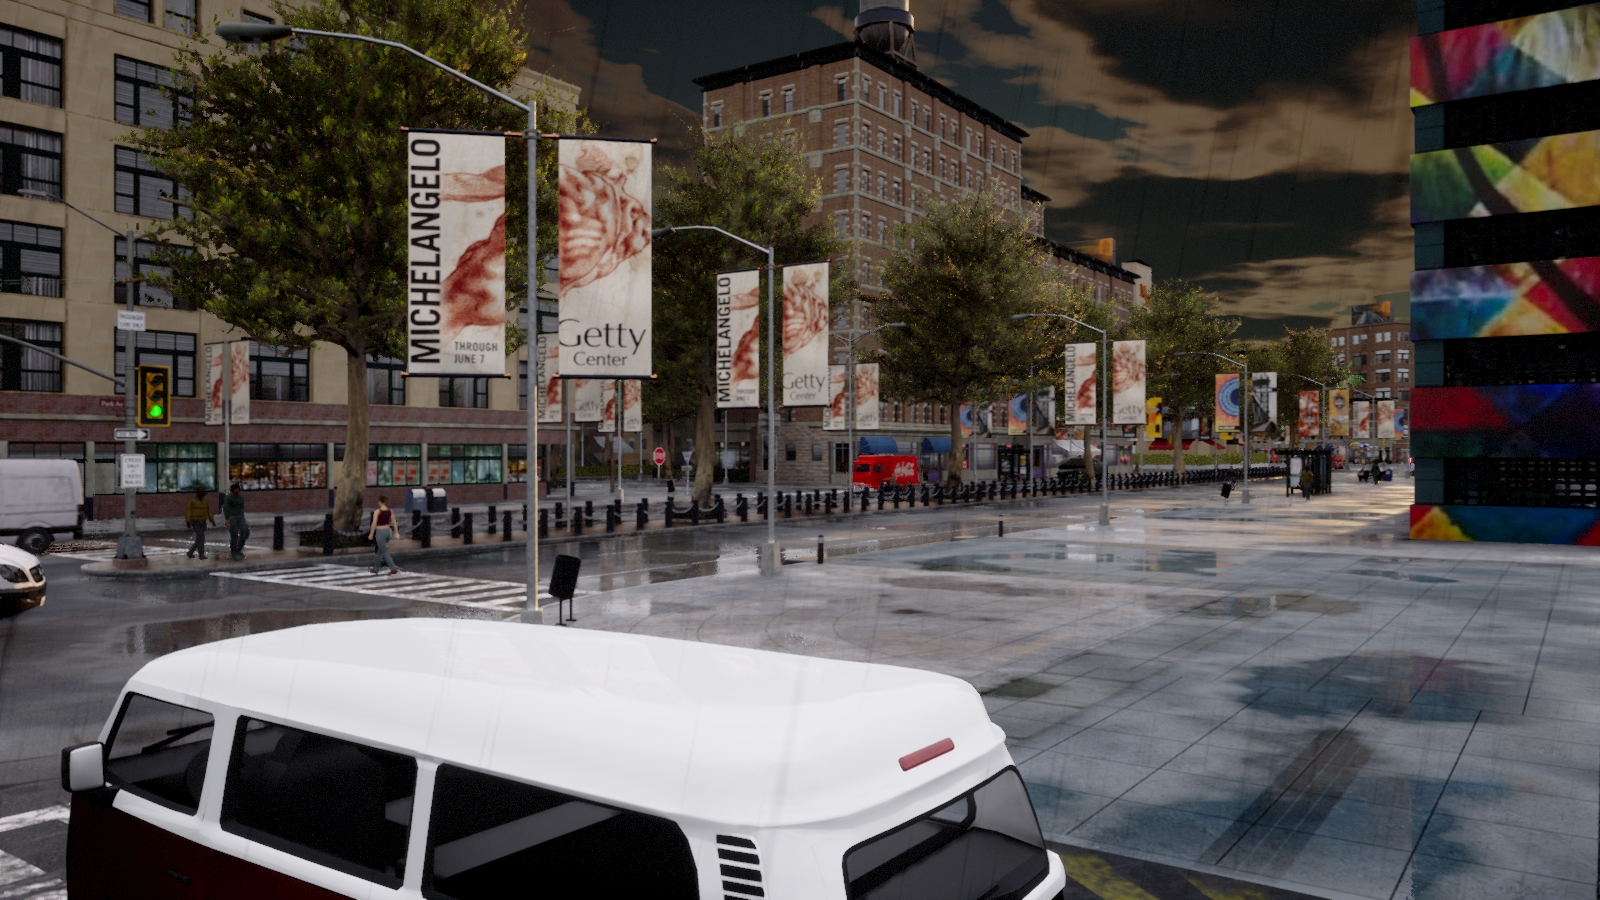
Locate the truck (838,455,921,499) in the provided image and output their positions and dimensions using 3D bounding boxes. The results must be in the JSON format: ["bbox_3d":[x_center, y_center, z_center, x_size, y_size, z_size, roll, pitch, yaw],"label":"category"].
[{"bbox_3d":[4.807,1.563,68.012,2.627,2.467,5.204,0,0,35],"label":"truck"}]

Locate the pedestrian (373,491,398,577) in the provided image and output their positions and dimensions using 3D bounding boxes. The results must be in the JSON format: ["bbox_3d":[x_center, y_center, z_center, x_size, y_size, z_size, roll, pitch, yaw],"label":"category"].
[{"bbox_3d":[-9.168,1.846,25.260,0.375,1.860,0.375,0,0,38],"label":"pedestrian"}]

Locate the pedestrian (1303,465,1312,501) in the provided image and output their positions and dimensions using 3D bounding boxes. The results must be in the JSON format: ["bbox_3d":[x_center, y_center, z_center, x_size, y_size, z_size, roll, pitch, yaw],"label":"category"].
[{"bbox_3d":[26.132,1.694,58.816,0.375,1.860,0.375,0,0,36],"label":"pedestrian"}]

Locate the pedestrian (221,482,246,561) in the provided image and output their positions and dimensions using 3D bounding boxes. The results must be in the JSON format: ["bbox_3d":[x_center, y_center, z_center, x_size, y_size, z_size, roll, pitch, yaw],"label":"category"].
[{"bbox_3d":[-13.555,1.700,27.348,0.375,1.860,0.375,0,0,28],"label":"pedestrian"}]

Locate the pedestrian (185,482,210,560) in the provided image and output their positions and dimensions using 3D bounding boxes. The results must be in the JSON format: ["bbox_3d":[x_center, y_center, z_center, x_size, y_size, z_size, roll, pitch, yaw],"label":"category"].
[{"bbox_3d":[-14.477,1.700,27.445,0.375,1.860,0.375,0,0,29],"label":"pedestrian"}]

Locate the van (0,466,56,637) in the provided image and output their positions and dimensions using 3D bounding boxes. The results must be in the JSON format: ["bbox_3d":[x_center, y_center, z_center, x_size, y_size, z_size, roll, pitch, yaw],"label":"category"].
[{"bbox_3d":[-14.738,1.530,17.013,5.915,2.561,1.988,0,0,-26],"label":"van"}]

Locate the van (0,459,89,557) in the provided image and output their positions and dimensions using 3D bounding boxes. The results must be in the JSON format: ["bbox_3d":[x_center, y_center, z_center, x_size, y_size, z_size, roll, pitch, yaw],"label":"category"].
[{"bbox_3d":[-22.403,1.530,30.094,1.988,2.561,5.915,1,0,44],"label":"van"}]

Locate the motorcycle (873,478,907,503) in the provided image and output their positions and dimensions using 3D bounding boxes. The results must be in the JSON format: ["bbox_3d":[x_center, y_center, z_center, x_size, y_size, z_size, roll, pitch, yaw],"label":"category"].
[{"bbox_3d":[4.894,2.165,62.041,0.764,1.277,2.356,0,0,35],"label":"motorcycle"}]

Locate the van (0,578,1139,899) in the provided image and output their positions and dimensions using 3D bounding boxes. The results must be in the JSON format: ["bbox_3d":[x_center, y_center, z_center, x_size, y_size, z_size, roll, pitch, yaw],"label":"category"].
[{"bbox_3d":[-1.180,1.782,4.649,4.480,2.038,2.069,0,0,36],"label":"van"}]
